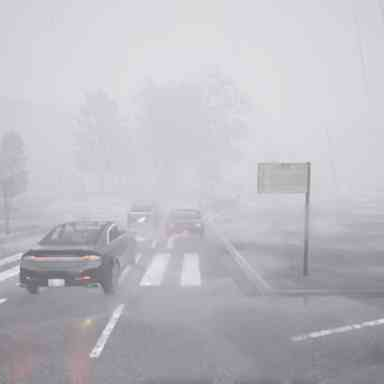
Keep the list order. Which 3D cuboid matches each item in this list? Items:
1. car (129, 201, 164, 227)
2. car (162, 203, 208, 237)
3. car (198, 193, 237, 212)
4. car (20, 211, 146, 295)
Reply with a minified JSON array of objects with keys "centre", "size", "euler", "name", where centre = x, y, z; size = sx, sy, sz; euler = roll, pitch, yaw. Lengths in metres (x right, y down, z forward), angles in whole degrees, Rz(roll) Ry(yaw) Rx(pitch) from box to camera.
[{"centre":[-2.910,1.307,21.205],"size":[2.128,1.511,4.902],"euler":[0,2,-1],"name":"car"},{"centre":[-0.351,1.526,17.553],"size":[1.895,1.301,4.718],"euler":[0,1,-1],"name":"car"},{"centre":[2.386,0.863,30.055],"size":[2.128,1.511,4.902],"euler":[3,6,34],"name":"car"},{"centre":[-2.624,1.491,8.703],"size":[2.128,1.511,4.902],"euler":[0,0,-2],"name":"car"}]
